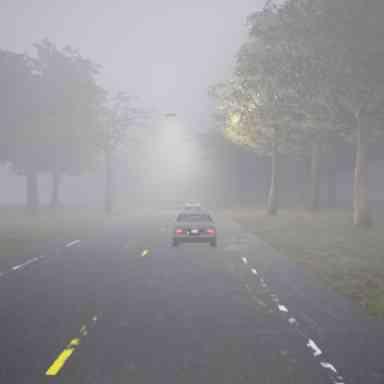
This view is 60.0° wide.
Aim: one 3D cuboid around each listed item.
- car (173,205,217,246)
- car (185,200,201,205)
[{"bbox_3d":[0.107,1.554,15.251,2.033,1.411,5.357,0,0,0],"label":"car"},{"bbox_3d":[0.110,1.611,40.694,1.895,1.301,4.718,0,0,0],"label":"car"}]
